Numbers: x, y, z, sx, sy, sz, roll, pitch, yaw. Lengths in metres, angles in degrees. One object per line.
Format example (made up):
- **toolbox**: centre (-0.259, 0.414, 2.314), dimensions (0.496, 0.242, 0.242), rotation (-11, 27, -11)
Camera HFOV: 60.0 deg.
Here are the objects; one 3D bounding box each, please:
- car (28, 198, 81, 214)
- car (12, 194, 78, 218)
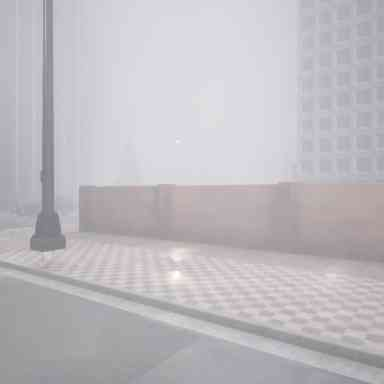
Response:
- **car**: centre (-14.711, 1.478, 35.855), dimensions (1.882, 1.535, 5.008), rotation (0, 0, 35)
- **car**: centre (-13.752, 1.221, 31.135), dimensions (2.150, 2.045, 5.566), rotation (0, 0, 35)
